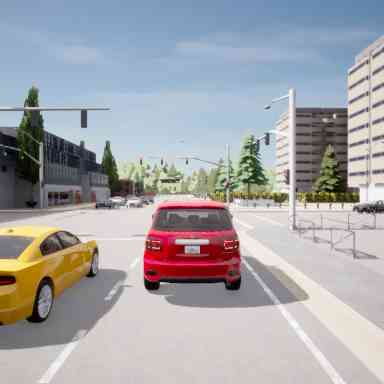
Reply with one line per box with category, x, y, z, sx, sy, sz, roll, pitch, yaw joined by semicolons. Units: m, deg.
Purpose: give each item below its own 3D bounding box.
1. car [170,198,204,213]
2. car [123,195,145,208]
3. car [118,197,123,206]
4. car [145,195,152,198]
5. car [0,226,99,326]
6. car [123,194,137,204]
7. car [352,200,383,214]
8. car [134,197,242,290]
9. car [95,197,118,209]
car;-0.664;1.526;39.029;1.812;1.442;4.674;-2;1;-30
car;-8.385;1.526;48.657;1.812;1.442;4.674;0;0;-1
car;-12.035;1.526;53.789;1.812;1.442;4.674;0;0;-1
car;-8.653;1.505;58.741;1.837;1.490;4.892;0;0;-1
car;-3.482;1.478;7.207;1.882;1.535;5.008;0;0;0
car;-12.321;1.352;66.524;2.097;1.767;4.553;0;0;-1
car;19.835;1.547;34.910;5.357;1.411;2.033;0;0;-2
car;0.011;1.221;9.196;2.150;2.045;5.566;0;0;0
car;-11.796;1.564;45.354;1.994;1.385;4.181;0;0;-2
